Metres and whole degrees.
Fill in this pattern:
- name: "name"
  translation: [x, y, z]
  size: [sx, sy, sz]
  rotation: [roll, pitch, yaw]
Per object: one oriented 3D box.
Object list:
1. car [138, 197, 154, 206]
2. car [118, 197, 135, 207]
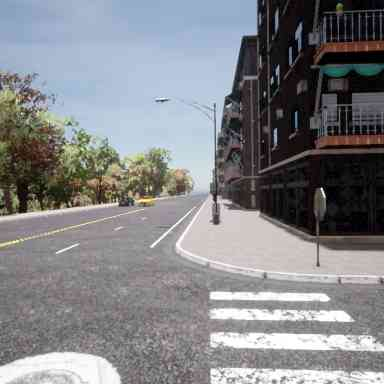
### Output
- name: "car"
  translation: [-7.304, 1.481, 53.636]
  size: [1.882, 1.535, 5.008]
  rotation: [-1, 0, 3]
- name: "car"
  translation: [-10.547, 1.552, 53.831]
  size: [1.837, 1.490, 4.892]
  rotation: [-1, 0, 3]
